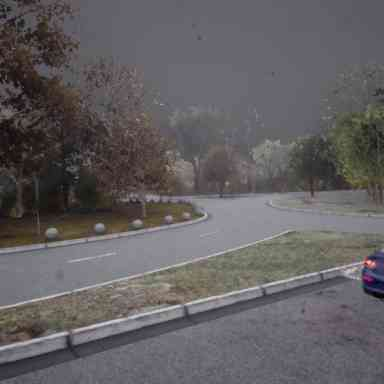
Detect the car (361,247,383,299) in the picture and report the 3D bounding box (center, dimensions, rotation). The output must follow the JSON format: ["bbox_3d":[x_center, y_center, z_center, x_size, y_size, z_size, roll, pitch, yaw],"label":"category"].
[{"bbox_3d":[5.362,1.434,6.827,4.674,1.442,1.812,-1,1,-33],"label":"car"}]
